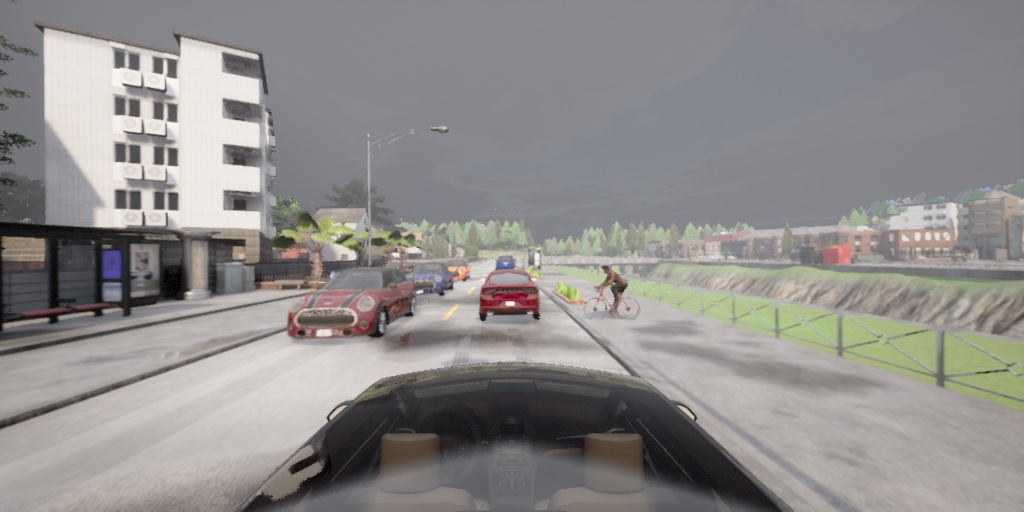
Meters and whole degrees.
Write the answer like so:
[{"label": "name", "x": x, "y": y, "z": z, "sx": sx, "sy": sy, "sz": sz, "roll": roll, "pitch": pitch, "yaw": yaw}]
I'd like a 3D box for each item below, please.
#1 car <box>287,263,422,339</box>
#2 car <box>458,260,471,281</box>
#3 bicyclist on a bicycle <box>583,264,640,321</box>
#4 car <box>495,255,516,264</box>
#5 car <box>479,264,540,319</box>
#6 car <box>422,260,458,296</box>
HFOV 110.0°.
[{"label": "car", "x": -4.255, "y": 1.130, "z": 10.264, "sx": 2.097, "sy": 1.767, "sz": 4.553, "roll": 0, "pitch": 0, "yaw": -1}, {"label": "car", "x": -4.657, "y": 1.118, "z": 29.644, "sx": 2.097, "sy": 1.767, "sz": 4.553, "roll": 0, "pitch": 0, "yaw": -1}, {"label": "bicyclist on a bicycle", "x": 2.876, "y": 1.068, "z": 10.365, "sx": 1.656, "sy": 1.620, "sz": 0.582, "roll": -1, "pitch": 0, "yaw": -1}, {"label": "car", "x": -0.732, "y": 0.950, "z": 41.075, "sx": 2.150, "sy": 2.045, "sz": 5.566, "roll": 0, "pitch": 1, "yaw": -1}, {"label": "car", "x": -0.108, "y": 1.220, "z": 12.792, "sx": 1.882, "sy": 1.535, "sz": 5.008, "roll": 0, "pitch": 0, "yaw": -1}, {"label": "car", "x": -4.455, "y": 1.125, "z": 19.494, "sx": 2.097, "sy": 1.767, "sz": 4.553, "roll": 0, "pitch": 0, "yaw": -1}]
